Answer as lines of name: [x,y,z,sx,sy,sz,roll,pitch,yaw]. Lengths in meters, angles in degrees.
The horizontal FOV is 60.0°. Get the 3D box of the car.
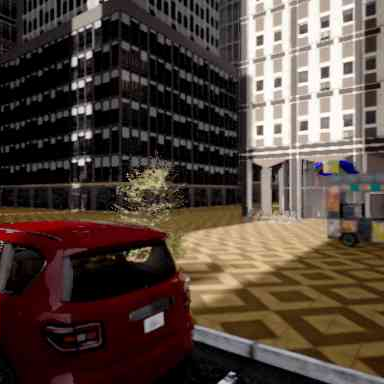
car: [-2.302,1.302,4.524,5.009,1.841,2.192,0,0,36]
